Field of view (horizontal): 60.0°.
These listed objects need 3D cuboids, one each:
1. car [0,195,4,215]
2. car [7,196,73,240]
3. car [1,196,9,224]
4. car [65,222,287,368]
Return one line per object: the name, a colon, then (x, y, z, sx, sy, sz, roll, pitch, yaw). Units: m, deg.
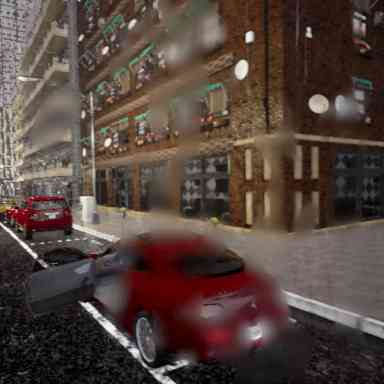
car: (-16.672, 1.255, 30.026, 1.752, 1.417, 4.829, -3, 2, -34)
car: (-7.251, 1.119, 16.094, 2.192, 1.841, 5.009, -3, 2, -34)
car: (-10.358, 1.220, 20.693, 1.967, 1.590, 4.097, -3, 2, -34)
car: (-0.562, 1.396, 5.645, 1.812, 1.442, 4.674, -2, 2, -34)
